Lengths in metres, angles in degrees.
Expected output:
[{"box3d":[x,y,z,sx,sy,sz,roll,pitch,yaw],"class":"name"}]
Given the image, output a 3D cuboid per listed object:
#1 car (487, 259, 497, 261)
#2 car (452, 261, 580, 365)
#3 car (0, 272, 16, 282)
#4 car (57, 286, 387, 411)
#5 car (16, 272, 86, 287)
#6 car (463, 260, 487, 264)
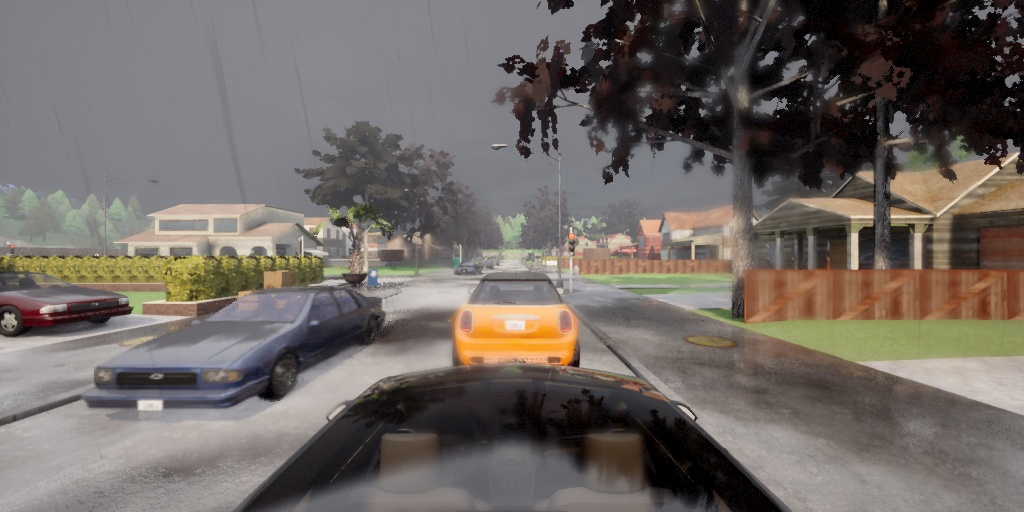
[{"box3d":[-3.667,1.256,51.935,1.837,1.490,4.892,0,0,1],"class":"car"},{"box3d":[0.097,1.102,7.738,2.097,1.767,4.553,0,0,1],"class":"car"},{"box3d":[-44.126,1.102,30.816,4.553,1.767,2.097,0,0,1],"class":"car"},{"box3d":[-4.059,1.297,6.707,2.033,1.411,5.357,0,0,0],"class":"car"},{"box3d":[-33.173,1.314,26.614,4.181,1.385,1.994,0,0,1],"class":"car"},{"box3d":[-4.315,1.314,36.729,1.994,1.385,4.181,0,0,10],"class":"car"}]
